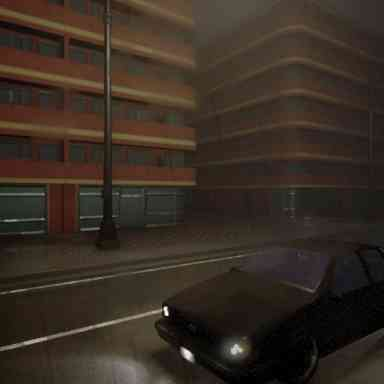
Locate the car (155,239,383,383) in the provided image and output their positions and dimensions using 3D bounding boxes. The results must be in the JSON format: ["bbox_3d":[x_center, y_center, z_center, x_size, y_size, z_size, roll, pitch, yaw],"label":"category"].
[{"bbox_3d":[2.100,1.547,5.521,5.357,1.411,2.033,0,0,-36],"label":"car"}]
